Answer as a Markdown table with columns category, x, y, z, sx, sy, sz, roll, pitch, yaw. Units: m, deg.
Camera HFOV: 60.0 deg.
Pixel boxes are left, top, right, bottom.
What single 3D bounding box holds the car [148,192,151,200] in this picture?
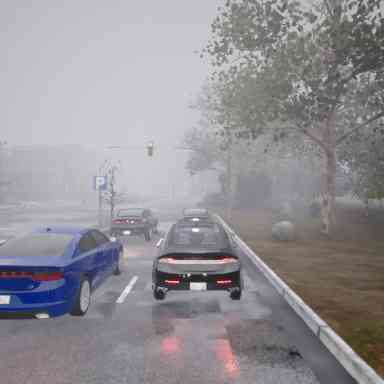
| category | x | y | z | sx | sy | sz | roll | pitch | yaw |
| --- | --- | --- | --- | --- | --- | --- | --- | --- | --- |
| car | -12.589 | 1.359 | 76.709 | 4.674 | 1.452 | 2.002 | -1 | 0 | -13 |

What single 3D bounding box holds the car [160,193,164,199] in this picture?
| category | x | y | z | sx | sy | sz | roll | pitch | yaw |
| --- | --- | --- | --- | --- | --- | --- | --- | --- | --- |
| car | -10.943 | 1.064 | 88.697 | 5.566 | 2.045 | 2.435 | -1 | 0 | -12 |

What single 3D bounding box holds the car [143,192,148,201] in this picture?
| category | x | y | z | sx | sy | sz | roll | pitch | yaw |
| --- | --- | --- | --- | --- | --- | --- | --- | --- | --- |
| car | -12.963 | 1.321 | 73.714 | 4.892 | 1.521 | 2.231 | -1 | 0 | -14 |

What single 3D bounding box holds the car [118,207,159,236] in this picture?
| category | x | y | z | sx | sy | sz | roll | pitch | yaw |
| --- | --- | --- | --- | --- | --- | --- | --- | --- | --- |
| car | -2.826 | 1.530 | 16.965 | 1.837 | 1.490 | 4.892 | 0 | 0 | 1 |

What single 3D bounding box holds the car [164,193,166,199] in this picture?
| category | x | y | z | sx | sy | sz | roll | pitch | yaw |
| --- | --- | --- | --- | --- | --- | --- | --- | --- | --- |
| car | -10.519 | 1.315 | 91.676 | 5.008 | 1.535 | 2.097 | -1 | 0 | -12 |

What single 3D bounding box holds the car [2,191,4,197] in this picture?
| category | x | y | z | sx | sy | sz | roll | pitch | yaw |
| --- | --- | --- | --- | --- | --- | --- | --- | --- | --- |
| car | -31.130 | 0.136 | 52.639 | 2.002 | 1.452 | 4.674 | 6 | -3 | -19 |

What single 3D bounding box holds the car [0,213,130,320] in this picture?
| category | x | y | z | sx | sy | sz | roll | pitch | yaw |
| --- | --- | --- | --- | --- | --- | --- | --- | --- | --- |
| car | -2.886 | 1.487 | 7.534 | 1.882 | 1.535 | 5.008 | 0 | 0 | 0 |

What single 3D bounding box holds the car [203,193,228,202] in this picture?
| category | x | y | z | sx | sy | sz | roll | pitch | yaw |
| --- | --- | --- | --- | --- | --- | --- | --- | --- | --- |
| car | 4.712 | 1.141 | 67.311 | 4.553 | 1.767 | 2.185 | 1 | 0 | -14 |

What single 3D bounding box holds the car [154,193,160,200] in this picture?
| category | x | y | z | sx | sy | sz | roll | pitch | yaw |
| --- | --- | --- | --- | --- | --- | --- | --- | --- | --- |
| car | -11.396 | 1.357 | 85.692 | 4.674 | 1.452 | 2.002 | -1 | 0 | -12 |

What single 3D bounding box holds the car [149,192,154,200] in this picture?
| category | x | y | z | sx | sy | sz | roll | pitch | yaw |
| --- | --- | --- | --- | --- | --- | --- | --- | --- | --- |
| car | -12.215 | 1.358 | 79.710 | 4.674 | 1.452 | 2.002 | -1 | 0 | -13 |

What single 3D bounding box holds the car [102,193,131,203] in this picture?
| category | x | y | z | sx | sy | sz | roll | pitch | yaw |
| --- | --- | --- | --- | --- | --- | --- | --- | --- | --- |
| car | -14.403 | 1.358 | 61.759 | 4.792 | 1.488 | 2.163 | -1 | 0 | -15 |

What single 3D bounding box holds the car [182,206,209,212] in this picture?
| category | x | y | z | sx | sy | sz | roll | pitch | yaw |
| --- | --- | --- | --- | --- | --- | --- | --- | --- | --- |
| car | 0.184 | 1.530 | 17.879 | 1.837 | 1.490 | 4.892 | 0 | 0 | 0 |

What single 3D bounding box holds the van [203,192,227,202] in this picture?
| category | x | y | z | sx | sy | sz | roll | pitch | yaw |
| --- | --- | --- | --- | --- | --- | --- | --- | --- | --- |
| van | 4.326 | 1.042 | 64.341 | 4.442 | 1.987 | 1.878 | 1 | 0 | -14 |

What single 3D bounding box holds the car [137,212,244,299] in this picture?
| category | x | y | z | sx | sy | sz | roll | pitch | yaw |
| --- | --- | --- | --- | --- | --- | --- | --- | --- | --- |
| car | 0.117 | 1.503 | 8.467 | 2.128 | 1.511 | 4.902 | 0 | 0 | 0 |

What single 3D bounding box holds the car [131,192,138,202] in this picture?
| category | x | y | z | sx | sy | sz | roll | pitch | yaw |
| --- | --- | --- | --- | --- | --- | --- | --- | --- | --- |
| car | -13.756 | 1.315 | 64.751 | 5.366 | 1.575 | 1.946 | -1 | 0 | -15 |

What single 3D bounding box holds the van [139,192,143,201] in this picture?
| category | x | y | z | sx | sy | sz | roll | pitch | yaw |
| --- | --- | --- | --- | --- | --- | --- | --- | --- | --- |
| van | -13.193 | 1.092 | 70.743 | 4.442 | 1.987 | 1.878 | -1 | 0 | -14 |
